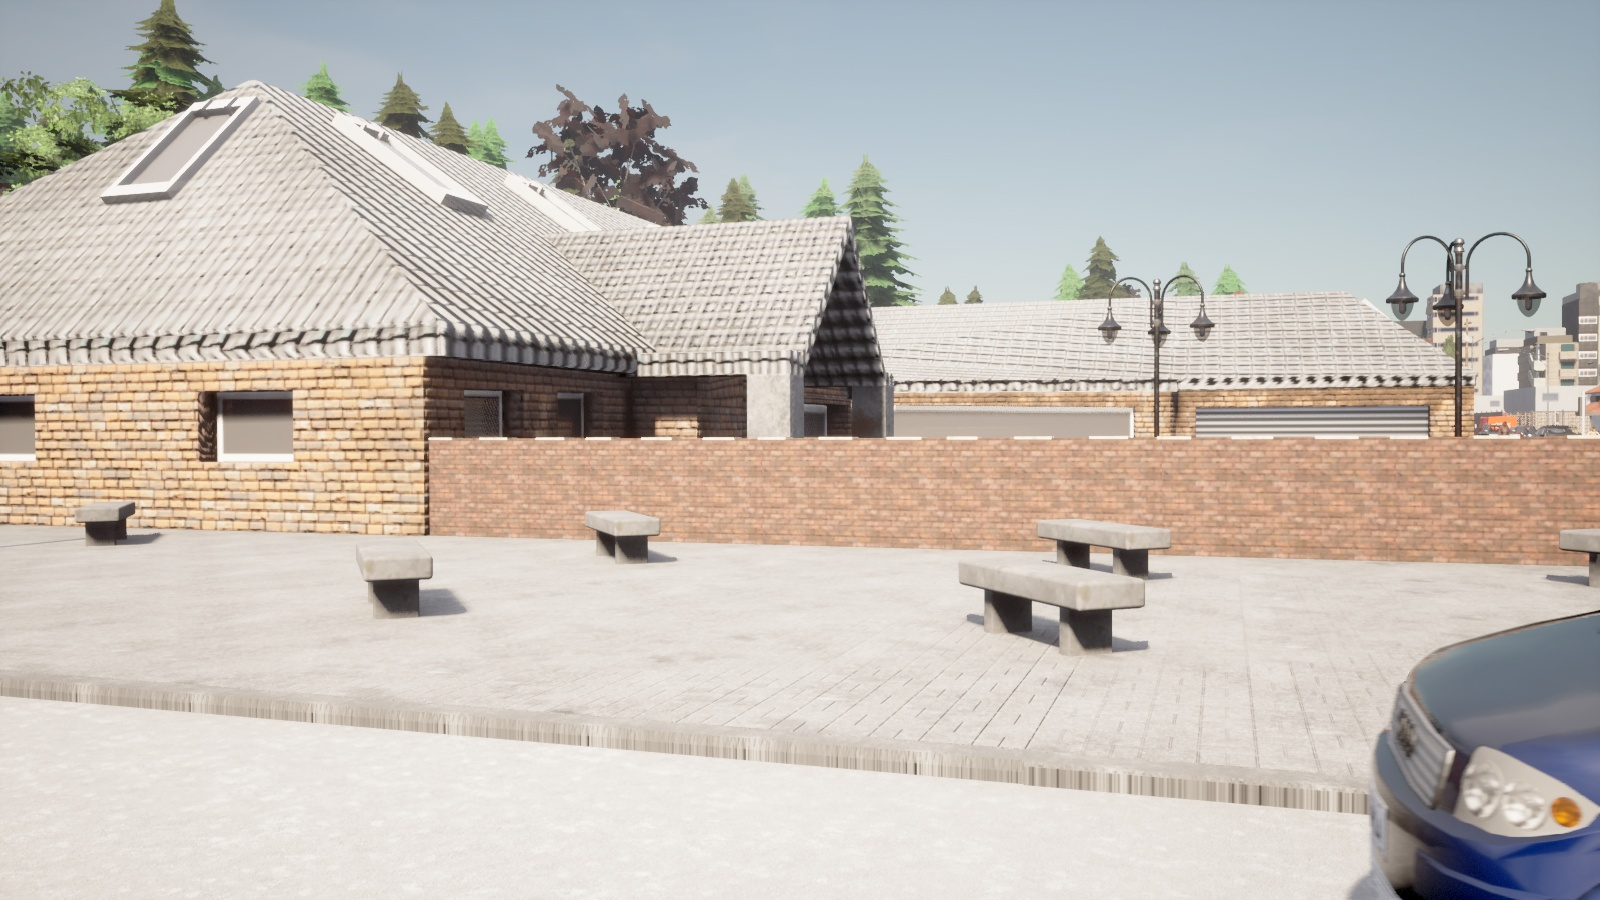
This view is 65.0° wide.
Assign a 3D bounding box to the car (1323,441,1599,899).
[{"bbox_3d":[3.178,0.775,2.645,3.705,1.549,1.789,1,1,19],"label":"car"}]

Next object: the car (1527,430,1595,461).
[{"bbox_3d":[42.318,-0.290,69.938,2.242,1.667,4.611,1,1,19],"label":"car"}]

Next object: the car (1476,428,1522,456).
[{"bbox_3d":[47.662,-0.551,85.748,1.932,1.855,4.605,1,1,18],"label":"car"}]
